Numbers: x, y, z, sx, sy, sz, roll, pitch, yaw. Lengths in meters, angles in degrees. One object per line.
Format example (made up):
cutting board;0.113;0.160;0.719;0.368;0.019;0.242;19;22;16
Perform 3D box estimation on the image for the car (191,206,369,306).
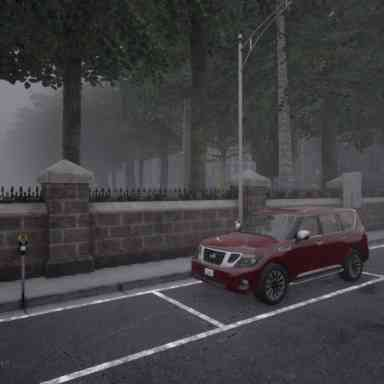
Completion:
car;2.393;1.314;8.238;5.009;1.841;2.192;0;0;-35
